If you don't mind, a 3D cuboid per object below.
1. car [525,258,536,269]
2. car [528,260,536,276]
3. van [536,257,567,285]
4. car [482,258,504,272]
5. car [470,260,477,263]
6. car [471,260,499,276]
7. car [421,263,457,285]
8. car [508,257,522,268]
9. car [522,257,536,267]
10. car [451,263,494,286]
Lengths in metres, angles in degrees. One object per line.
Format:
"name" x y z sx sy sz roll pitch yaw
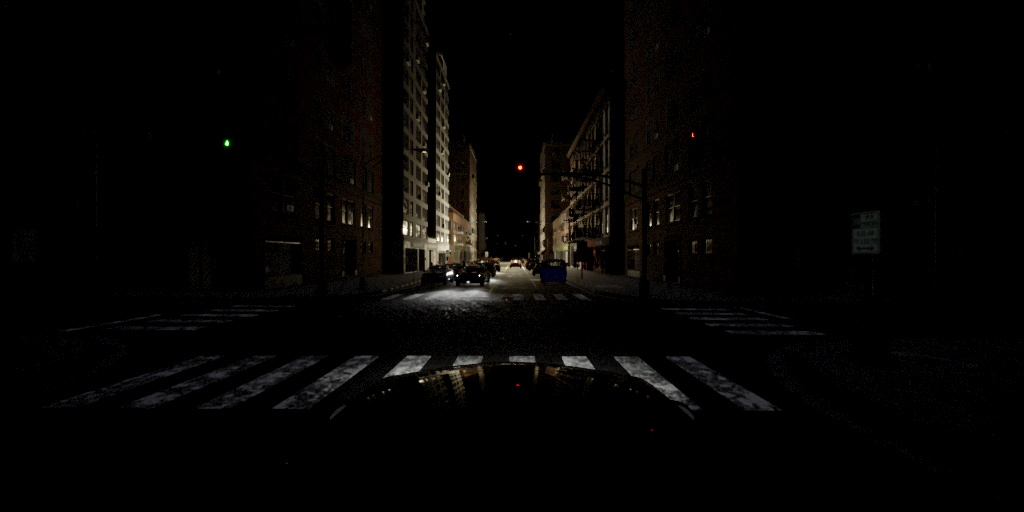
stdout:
"car" 3.038 1.321 48.070 1.802 1.307 4.207 0 0 1
"car" 2.939 1.326 36.707 1.802 1.307 4.207 0 0 1
"van" 2.839 1.087 25.345 1.690 1.789 3.998 0 0 1
"car" -2.465 1.305 45.180 1.994 1.385 4.181 0 0 1
"car" -4.988 1.265 47.964 1.751 1.417 4.829 0 0 1
"car" -2.558 1.346 35.126 1.895 1.301 4.718 0 0 0
"car" -5.186 1.297 25.407 2.007 1.370 4.403 0 0 1
"car" 0.601 1.331 59.026 1.895 1.301 4.718 0 0 1
"car" 3.088 1.049 53.751 2.192 1.841 5.009 0 0 1
"car" -2.659 1.347 25.115 1.895 1.301 4.718 0 0 4
